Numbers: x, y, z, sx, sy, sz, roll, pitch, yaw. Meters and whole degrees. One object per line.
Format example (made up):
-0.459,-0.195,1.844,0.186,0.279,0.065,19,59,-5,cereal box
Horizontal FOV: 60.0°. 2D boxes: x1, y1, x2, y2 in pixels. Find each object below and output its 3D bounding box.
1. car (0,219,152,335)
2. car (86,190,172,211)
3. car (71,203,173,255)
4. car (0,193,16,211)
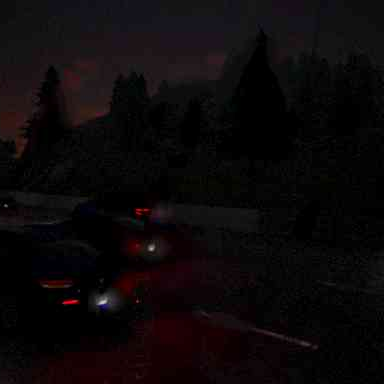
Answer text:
-3.131,1.357,6.388,4.674,1.442,1.812,2,1,38,car
-3.375,0.907,15.529,5.566,2.045,2.150,2,1,39,car
-2.922,1.296,10.679,4.674,1.442,1.812,2,1,39,car
-15.519,0.764,26.424,4.674,1.442,1.812,2,2,44,car
